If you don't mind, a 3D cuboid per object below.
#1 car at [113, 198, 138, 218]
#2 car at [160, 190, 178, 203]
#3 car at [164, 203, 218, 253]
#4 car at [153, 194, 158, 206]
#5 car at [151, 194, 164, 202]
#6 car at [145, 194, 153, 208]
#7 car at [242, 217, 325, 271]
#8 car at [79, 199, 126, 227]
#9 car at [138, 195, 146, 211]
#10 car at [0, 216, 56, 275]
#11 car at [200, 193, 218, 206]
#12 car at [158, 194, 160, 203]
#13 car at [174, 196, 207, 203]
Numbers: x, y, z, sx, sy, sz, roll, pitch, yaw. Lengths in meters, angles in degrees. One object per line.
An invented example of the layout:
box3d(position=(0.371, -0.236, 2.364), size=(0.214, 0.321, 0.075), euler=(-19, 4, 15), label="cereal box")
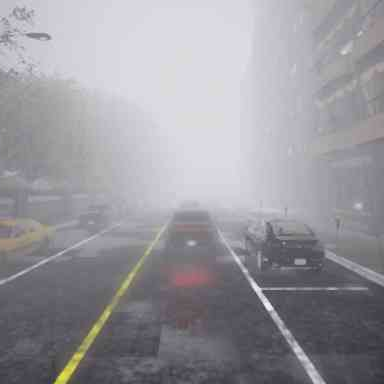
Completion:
box3d(position=(-5.847, 1.195, 26.850), size=(1.967, 1.590, 4.097), euler=(0, 1, 0), label="car")
box3d(position=(-3.393, 0.746, 53.500), size=(2.150, 2.045, 5.566), euler=(0, 0, 0), label="car")
box3d(position=(-0.032, 1.382, 13.092), size=(1.837, 1.490, 4.892), euler=(0, 0, 0), label="car")
box3d(position=(-5.945, 1.049, 43.465), size=(1.967, 1.590, 4.097), euler=(0, 0, 0), label="car")
box3d(position=(-6.173, 1.011, 60.080), size=(1.887, 1.381, 4.507), euler=(0, 0, 0), label="car")
box3d(position=(-5.912, 1.184, 37.757), size=(1.752, 1.417, 4.829), euler=(0, 1, 0), label="car")
box3d(position=(2.631, 1.454, 10.288), size=(2.008, 1.369, 4.403), euler=(0, 1, 0), label="car")
box3d(position=(-5.815, 1.370, 21.313), size=(1.947, 1.339, 4.313), euler=(0, 1, 0), label="car")
box3d(position=(-5.880, 1.288, 32.390), size=(1.802, 1.307, 4.206), euler=(0, 1, 0), label="car")
box3d(position=(-5.748, 1.432, 10.065), size=(1.752, 1.417, 4.829), euler=(0, 1, 0), label="car")
box3d(position=(2.434, 1.158, 43.518), size=(2.008, 1.369, 4.403), euler=(0, 0, 0), label="car")
box3d(position=(-6.088, 1.064, 54.541), size=(2.008, 1.369, 4.403), euler=(0, 0, 0), label="car")
box3d(position=(-0.132, 1.309, 26.043), size=(2.033, 1.411, 5.357), euler=(0, 1, 0), label="car")
